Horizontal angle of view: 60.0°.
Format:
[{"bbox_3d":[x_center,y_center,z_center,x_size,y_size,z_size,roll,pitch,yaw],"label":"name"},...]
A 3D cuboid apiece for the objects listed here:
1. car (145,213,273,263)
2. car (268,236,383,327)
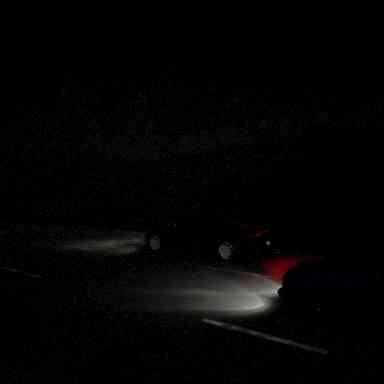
[{"bbox_3d":[0.477,1.505,12.252,5.008,1.535,1.882,0,0,35],"label":"car"},{"bbox_3d":[4.202,1.546,5.294,5.357,1.411,2.033,0,0,35],"label":"car"}]
